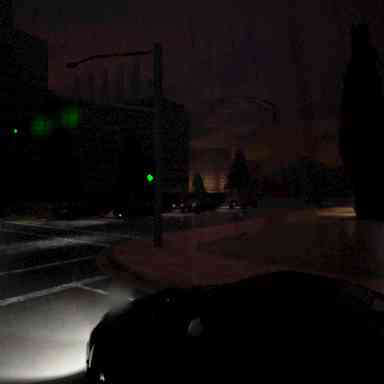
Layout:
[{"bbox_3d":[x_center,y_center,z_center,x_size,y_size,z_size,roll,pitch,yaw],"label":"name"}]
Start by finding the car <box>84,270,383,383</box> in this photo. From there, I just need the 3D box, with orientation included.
[{"bbox_3d":[0.820,1.564,3.416,4.181,1.385,1.994,0,0,35],"label":"car"}]

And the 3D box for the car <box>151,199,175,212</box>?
[{"bbox_3d":[-3.878,1.504,36.039,1.837,1.490,4.892,0,0,36],"label":"car"}]

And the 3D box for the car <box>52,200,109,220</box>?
[{"bbox_3d":[-9.402,1.477,28.456,1.882,1.535,5.008,0,0,36],"label":"car"}]

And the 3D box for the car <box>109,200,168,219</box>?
[{"bbox_3d":[-4.599,1.600,29.096,1.895,1.301,4.718,0,0,36],"label":"car"}]

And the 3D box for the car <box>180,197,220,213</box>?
[{"bbox_3d":[0.723,1.352,36.422,2.097,1.767,4.553,0,0,36],"label":"car"}]

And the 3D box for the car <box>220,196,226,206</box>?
[{"bbox_3d":[1.865,1.547,43.938,2.033,1.411,5.357,0,0,36],"label":"car"}]

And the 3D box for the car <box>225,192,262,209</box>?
[{"bbox_3d":[7.028,1.221,45.078,2.150,2.045,5.566,0,0,36],"label":"car"}]

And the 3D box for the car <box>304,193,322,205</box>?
[{"bbox_3d":[21.546,1.491,58.777,2.128,1.511,4.902,0,0,36],"label":"car"}]
